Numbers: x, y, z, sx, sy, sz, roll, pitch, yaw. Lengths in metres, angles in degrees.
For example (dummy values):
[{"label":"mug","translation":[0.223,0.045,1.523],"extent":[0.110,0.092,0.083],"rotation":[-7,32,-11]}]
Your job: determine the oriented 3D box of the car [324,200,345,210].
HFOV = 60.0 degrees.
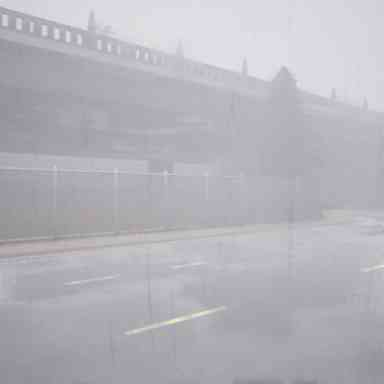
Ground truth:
[{"label":"car","translation":[17.128,1.634,42.533],"extent":[1.895,1.301,4.718],"rotation":[0,0,-22]}]
